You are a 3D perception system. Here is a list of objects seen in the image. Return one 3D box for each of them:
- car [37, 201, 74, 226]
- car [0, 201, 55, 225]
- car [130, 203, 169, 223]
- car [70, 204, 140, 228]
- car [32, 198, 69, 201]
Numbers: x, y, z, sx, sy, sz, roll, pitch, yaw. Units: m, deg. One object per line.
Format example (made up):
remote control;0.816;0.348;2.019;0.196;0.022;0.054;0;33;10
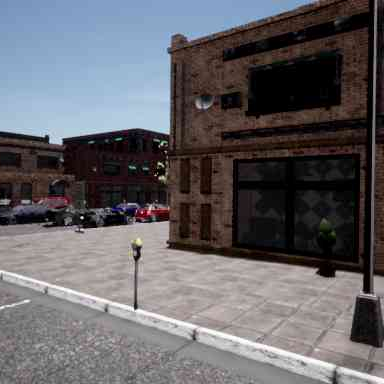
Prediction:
car;-8.671;1.691;25.205;1.837;1.490;4.892;1;1;37
car;-12.464;1.662;25.474;2.033;1.411;5.357;1;0;37
car;-2.930;1.724;28.647;1.967;1.590;4.097;0;0;36
car;-6.212;1.797;24.172;1.947;1.339;4.313;0;0;36
car;-12.967;1.415;29.127;2.192;1.841;5.009;0;0;36
